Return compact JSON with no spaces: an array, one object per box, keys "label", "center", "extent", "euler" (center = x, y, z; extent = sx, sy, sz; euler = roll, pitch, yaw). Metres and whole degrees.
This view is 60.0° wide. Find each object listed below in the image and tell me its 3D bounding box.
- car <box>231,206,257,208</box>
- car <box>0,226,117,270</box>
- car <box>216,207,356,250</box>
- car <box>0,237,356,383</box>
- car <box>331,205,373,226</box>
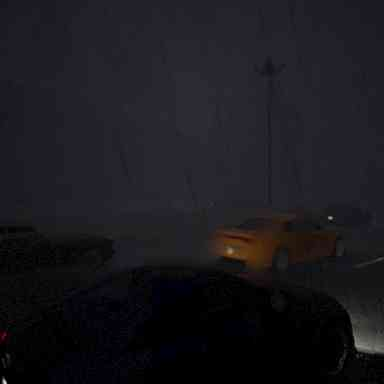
[{"label":"car","center":[5.212,1.478,31.239],"extent":[4.181,1.385,1.994],"euler":[0,0,-43]},{"label":"car","center":[-4.562,1.605,9.184],"extent":[4.718,1.301,1.895],"euler":[0,0,-36]},{"label":"car","center":[2.981,1.443,10.574],"extent":[5.008,1.535,1.882],"euler":[0,0,-38]},{"label":"car","center":[0.081,1.557,3.949],"extent":[4.181,1.385,1.994],"euler":[0,0,-36]},{"label":"car","center":[9.544,1.479,20.695],"extent":[4.181,1.385,1.994],"euler":[0,0,-42]}]
